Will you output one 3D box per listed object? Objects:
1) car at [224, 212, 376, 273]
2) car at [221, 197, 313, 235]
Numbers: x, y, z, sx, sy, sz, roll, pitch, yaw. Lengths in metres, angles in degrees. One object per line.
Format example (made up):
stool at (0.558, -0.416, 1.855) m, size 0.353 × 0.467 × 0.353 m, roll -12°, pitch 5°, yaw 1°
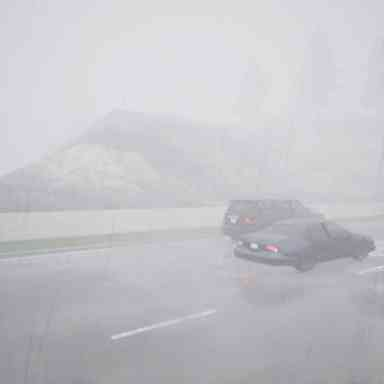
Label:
car at (3.820, 1.581, 10.837) m, size 5.357 × 1.411 × 2.033 m, roll 0°, pitch 0°, yaw -35°
car at (3.886, 1.266, 15.159) m, size 5.566 × 2.045 × 2.150 m, roll 0°, pitch 0°, yaw -35°
